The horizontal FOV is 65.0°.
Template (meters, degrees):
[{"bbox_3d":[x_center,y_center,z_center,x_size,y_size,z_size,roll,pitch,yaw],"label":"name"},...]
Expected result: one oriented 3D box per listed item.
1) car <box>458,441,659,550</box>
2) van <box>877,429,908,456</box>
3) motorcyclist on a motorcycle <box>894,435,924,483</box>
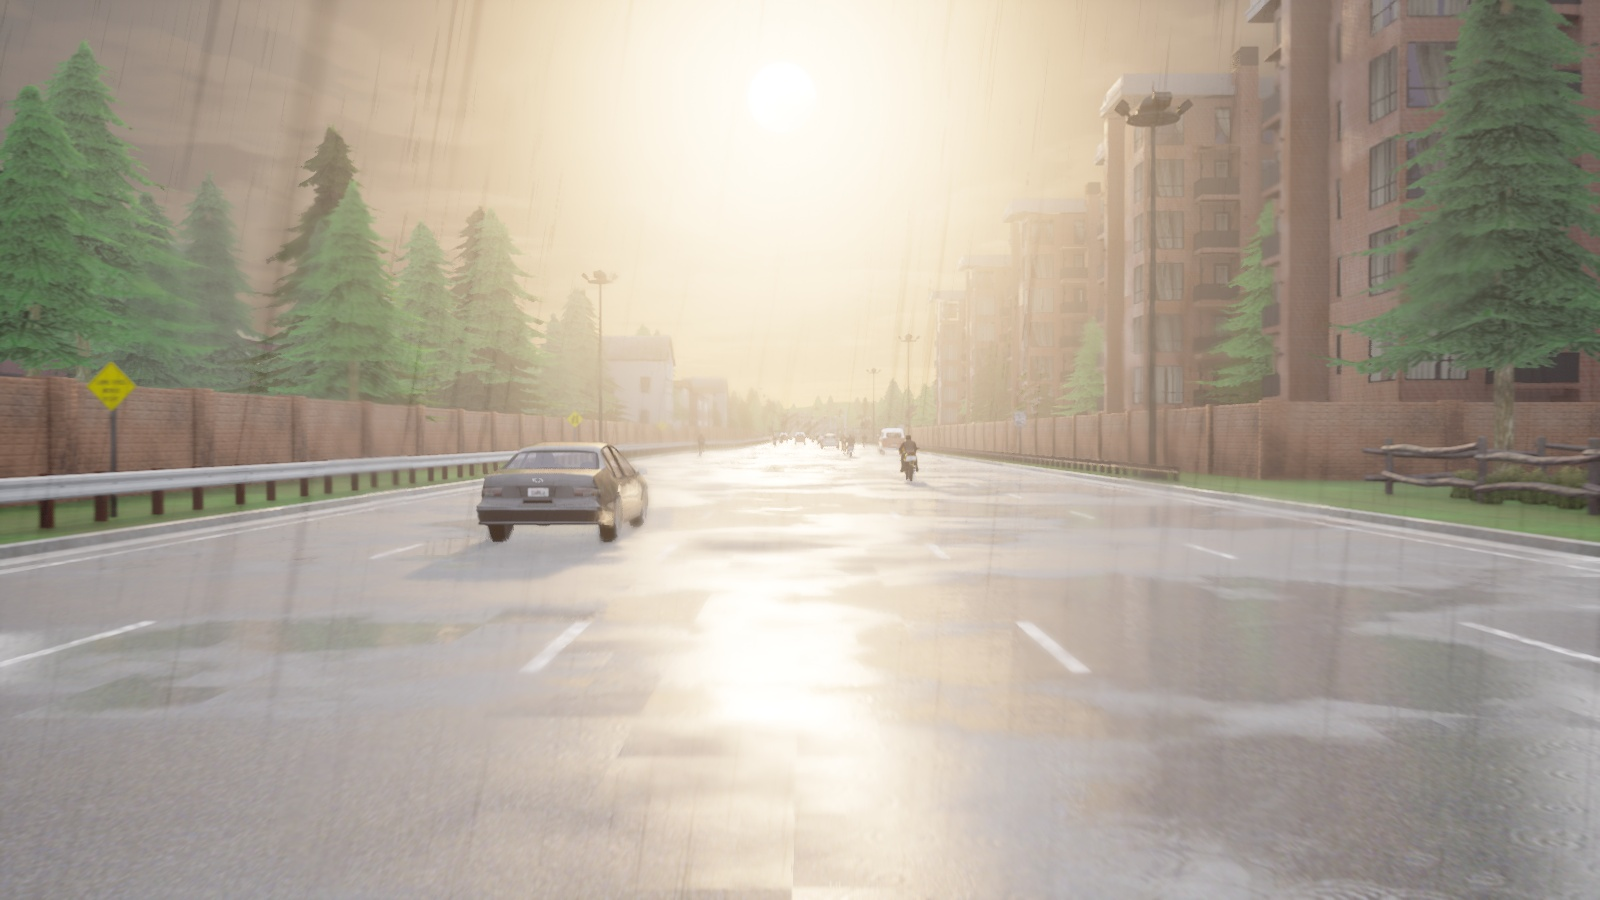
[{"bbox_3d":[-3.471,0.577,19.161,2.033,1.411,5.357,0,1,0],"label":"car"},{"bbox_3d":[7.043,-0.594,96.039,2.069,2.038,4.480,0,1,0],"label":"van"},{"bbox_3d":[3.533,0.278,40.688,0.797,1.523,2.044,0,1,0],"label":"motorcyclist on a motorcycle"}]
